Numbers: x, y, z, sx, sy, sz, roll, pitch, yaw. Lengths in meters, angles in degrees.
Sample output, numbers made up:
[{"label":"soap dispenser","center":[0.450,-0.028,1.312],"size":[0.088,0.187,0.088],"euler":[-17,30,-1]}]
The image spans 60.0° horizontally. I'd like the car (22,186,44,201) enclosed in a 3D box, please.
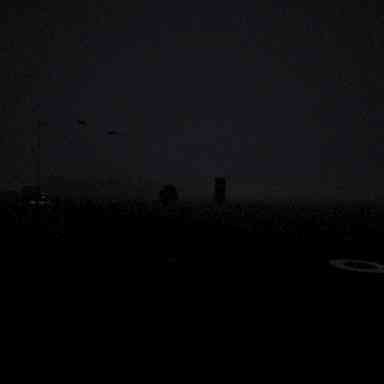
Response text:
[{"label":"car","center":[-22.756,0.171,47.549],"size":[2.150,2.045,5.566],"euler":[1,1,-36]}]
